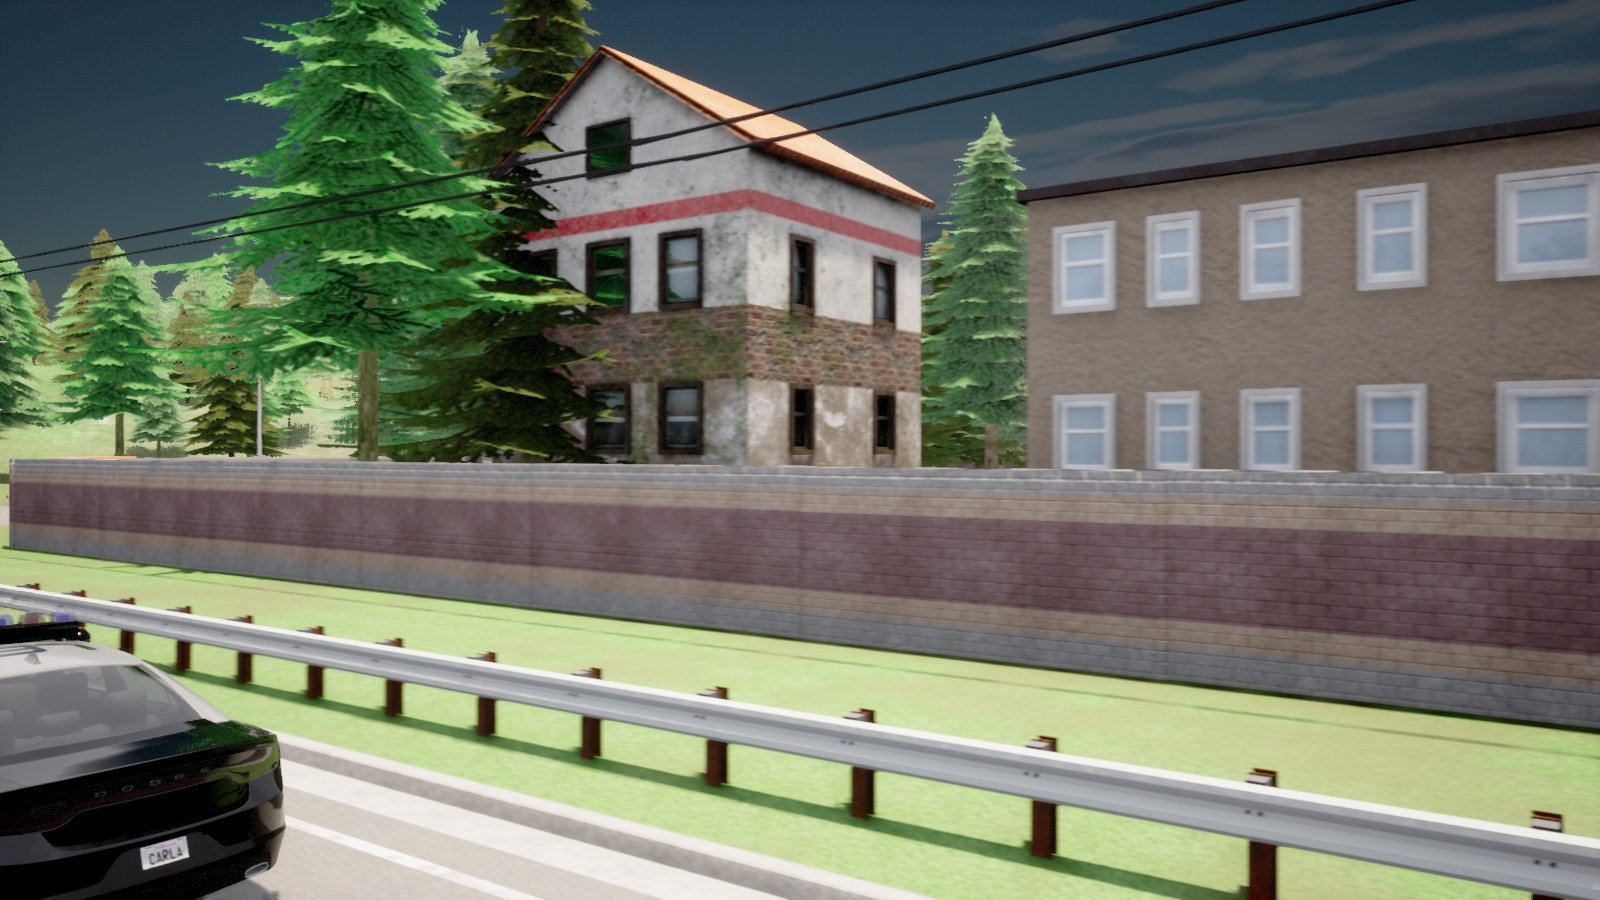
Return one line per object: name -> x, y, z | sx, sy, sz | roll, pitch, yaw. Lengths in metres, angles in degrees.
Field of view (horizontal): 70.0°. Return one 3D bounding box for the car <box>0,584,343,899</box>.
car -> -5.563, 1.982, 7.681 | 5.238, 1.638, 2.097 | 0, 0, 35
